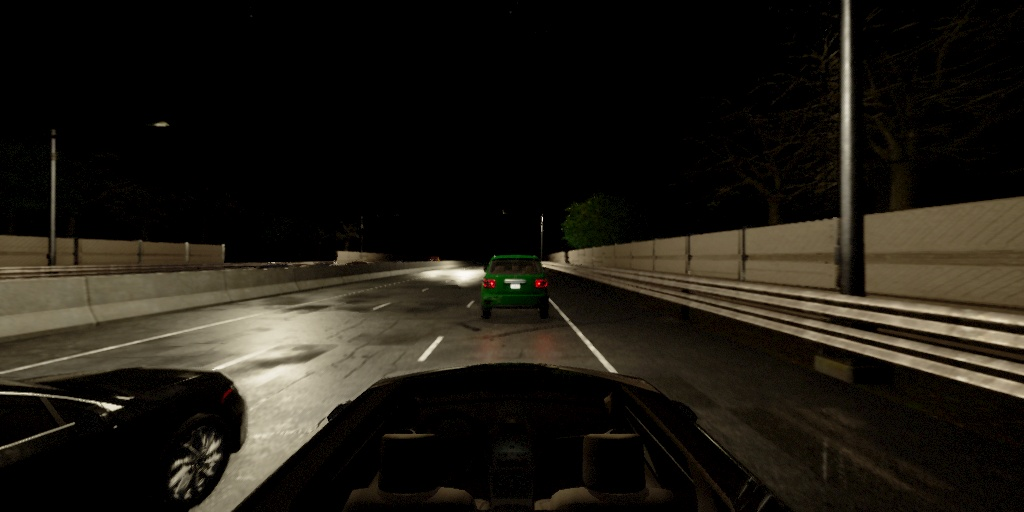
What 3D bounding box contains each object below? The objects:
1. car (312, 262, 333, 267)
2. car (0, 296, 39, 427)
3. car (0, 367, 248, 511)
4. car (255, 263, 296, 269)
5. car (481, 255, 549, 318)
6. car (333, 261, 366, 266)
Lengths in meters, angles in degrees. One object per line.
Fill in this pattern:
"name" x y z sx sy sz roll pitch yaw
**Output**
"car" -21.097 1.432 40.596 2.033 1.411 5.357 0 0 0
"car" -6.900 1.256 2.091 1.837 1.490 4.892 0 0 0
"car" -3.400 1.255 1.383 1.837 1.490 4.892 0 0 0
"car" -24.593 1.415 37.329 2.033 1.411 5.357 0 0 0
"car" 0.099 0.995 13.246 2.150 2.045 5.566 0 0 0
"car" -17.590 1.361 40.245 1.882 1.535 5.008 0 0 0
